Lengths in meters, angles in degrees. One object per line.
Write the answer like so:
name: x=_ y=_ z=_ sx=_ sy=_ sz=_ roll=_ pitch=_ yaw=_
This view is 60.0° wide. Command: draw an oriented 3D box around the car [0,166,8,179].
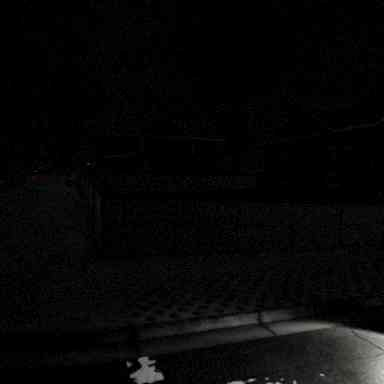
car: x=-22.571 y=-2.250 z=38.142 sx=2.033 sy=1.411 sz=5.357 roll=0 pitch=5 yaw=-17

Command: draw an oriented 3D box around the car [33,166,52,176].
car: x=-22.895 y=-3.300 z=51.195 sx=1.812 sy=1.442 sz=4.674 roll=0 pitch=5 yaw=-10
